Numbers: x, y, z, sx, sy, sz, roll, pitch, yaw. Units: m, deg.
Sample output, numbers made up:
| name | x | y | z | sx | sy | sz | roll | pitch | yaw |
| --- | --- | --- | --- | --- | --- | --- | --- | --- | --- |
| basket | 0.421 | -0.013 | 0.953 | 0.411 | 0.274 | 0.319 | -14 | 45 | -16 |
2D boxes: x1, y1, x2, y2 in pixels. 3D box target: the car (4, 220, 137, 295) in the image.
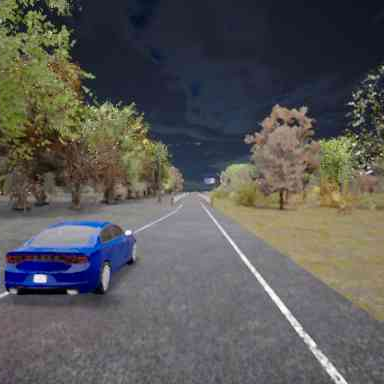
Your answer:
| name | x | y | z | sx | sy | sz | roll | pitch | yaw |
| --- | --- | --- | --- | --- | --- | --- | --- | --- | --- |
| car | -2.748 | 1.460 | 8.710 | 1.882 | 1.535 | 5.008 | 0 | 0 | 2 |
